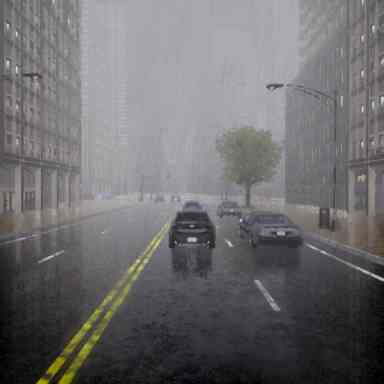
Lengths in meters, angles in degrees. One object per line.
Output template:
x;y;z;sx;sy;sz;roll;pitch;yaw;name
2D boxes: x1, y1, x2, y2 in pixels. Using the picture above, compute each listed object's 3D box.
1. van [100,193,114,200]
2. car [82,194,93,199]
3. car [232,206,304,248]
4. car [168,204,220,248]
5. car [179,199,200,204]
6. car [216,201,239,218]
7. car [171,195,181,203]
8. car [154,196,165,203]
-22.651;1.079;87.498;3.998;1.788;1.690;0;0;1;van
-28.190;1.257;87.545;4.507;1.381;1.887;0;0;1;car
3.250;1.556;14.652;2.033;1.411;5.357;0;0;0;car
0.000;1.509;14.652;1.837;1.490;4.892;0;0;0;car
0.000;1.516;29.652;1.812;1.442;4.674;0;0;0;car
3.250;1.546;29.653;2.033;1.411;5.357;0;0;0;car
-3.260;1.413;68.112;2.128;1.511;4.902;0;0;0;car
-6.504;1.487;67.786;2.033;1.411;5.357;0;0;0;car
